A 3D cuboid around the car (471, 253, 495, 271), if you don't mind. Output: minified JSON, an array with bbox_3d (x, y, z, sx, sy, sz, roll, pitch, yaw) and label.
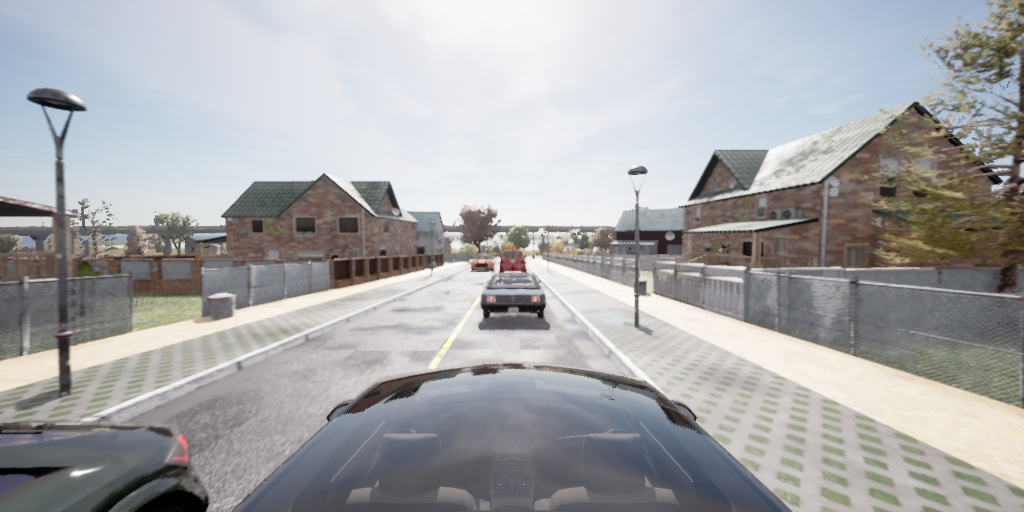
[{"bbox_3d":[-2.845,0.550,35.559,2.097,1.767,4.553,0,1,0],"label":"car"}]

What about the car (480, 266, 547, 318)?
[{"bbox_3d":[0.057,1.176,12.074,1.895,1.301,4.718,0,1,1],"label":"car"}]

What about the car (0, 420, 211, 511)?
[{"bbox_3d":[-2.838,1.337,0.417,1.994,1.385,4.181,0,1,0],"label":"car"}]

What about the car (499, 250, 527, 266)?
[{"bbox_3d":[0.075,0.497,30.712,2.150,2.045,5.566,0,1,0],"label":"car"}]
